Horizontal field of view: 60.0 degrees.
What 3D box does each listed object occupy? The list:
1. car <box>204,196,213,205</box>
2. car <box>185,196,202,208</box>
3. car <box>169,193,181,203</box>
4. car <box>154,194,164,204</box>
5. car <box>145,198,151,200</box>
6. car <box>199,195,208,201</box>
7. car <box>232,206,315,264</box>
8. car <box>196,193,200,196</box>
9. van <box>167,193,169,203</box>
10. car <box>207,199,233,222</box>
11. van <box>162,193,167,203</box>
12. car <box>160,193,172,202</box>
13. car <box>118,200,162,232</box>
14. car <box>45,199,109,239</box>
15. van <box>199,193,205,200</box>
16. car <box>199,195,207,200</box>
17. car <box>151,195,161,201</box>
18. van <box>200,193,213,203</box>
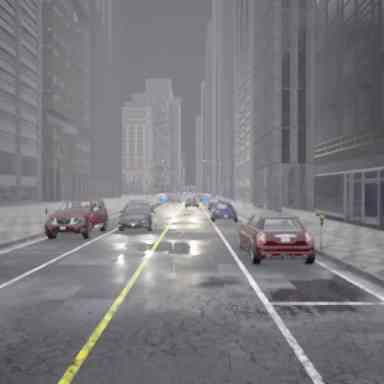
[{"bbox_3d":[2.747,1.481,39.922,1.887,1.381,4.507,0,0,0],"label":"car"},{"bbox_3d":[0.003,1.529,45.260,1.895,1.301,4.718,0,0,0],"label":"car"},{"bbox_3d":[-3.020,1.452,64.477,1.837,1.490,4.892,0,0,0],"label":"car"},{"bbox_3d":[-5.781,1.444,51.026,1.752,1.417,4.829,0,0,0],"label":"car"},{"bbox_3d":[-5.776,1.511,34.274,1.947,1.339,4.313,0,0,0],"label":"car"},{"bbox_3d":[2.735,1.455,79.406,1.802,1.307,4.206,0,0,0],"label":"car"},{"bbox_3d":[2.756,1.421,11.718,1.967,1.590,4.097,0,0,0],"label":"car"},{"bbox_3d":[-0.019,1.380,61.467,1.882,1.535,5.008,0,0,0],"label":"car"},{"bbox_3d":[-5.786,1.241,62.477,1.690,1.788,3.998,0,0,0],"label":"van"},{"bbox_3d":[2.344,1.485,25.385,1.812,1.442,4.674,0,0,0],"label":"car"},{"bbox_3d":[-5.784,1.250,56.836,1.690,1.788,3.998,0,0,0],"label":"van"},{"bbox_3d":[-5.789,1.197,73.759,2.192,1.841,5.009,0,0,0],"label":"car"},{"bbox_3d":[-3.106,1.473,19.928,1.837,1.490,4.892,0,0,0],"label":"car"},{"bbox_3d":[-5.772,1.287,17.351,2.192,1.841,5.009,0,0,0],"label":"car"},{"bbox_3d":[2.731,1.195,90.687,1.690,1.788,3.998,0,0,0],"label":"van"},{"bbox_3d":[2.733,1.429,85.047,1.947,1.339,4.313,0,0,0],"label":"car"},{"bbox_3d":[-5.780,1.478,45.555,2.008,1.369,4.403,0,0,0],"label":"car"},{"bbox_3d":[2.741,1.250,56.843,1.690,1.788,3.998,0,0,0],"label":"van"}]
